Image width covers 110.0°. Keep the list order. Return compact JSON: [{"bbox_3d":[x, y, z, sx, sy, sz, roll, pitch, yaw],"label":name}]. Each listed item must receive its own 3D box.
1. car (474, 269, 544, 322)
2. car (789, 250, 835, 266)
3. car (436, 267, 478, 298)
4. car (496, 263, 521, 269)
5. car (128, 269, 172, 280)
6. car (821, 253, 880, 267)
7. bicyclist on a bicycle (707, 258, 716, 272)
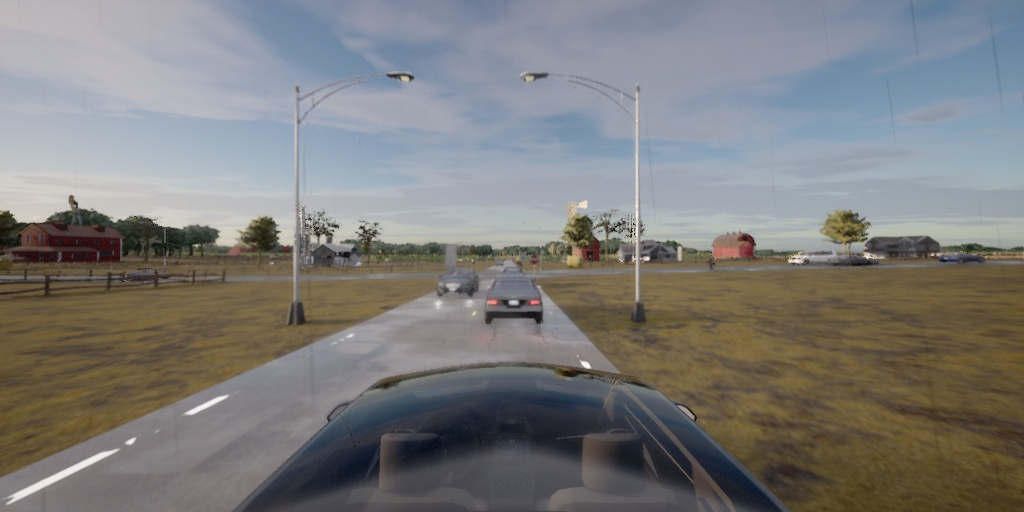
[{"bbox_3d":[0.068,1.364,12.483,2.033,1.411,5.357,0,0,0],"label":"car"},{"bbox_3d":[40.890,0.283,48.659,5.566,2.045,2.150,-1,1,0],"label":"car"},{"bbox_3d":[-2.834,1.356,19.653,2.128,1.511,4.902,0,0,0],"label":"car"},{"bbox_3d":[0.066,1.476,26.624,1.994,1.385,4.181,0,0,0],"label":"car"},{"bbox_3d":[-45.310,2.368,44.933,4.181,1.385,1.994,0,1,0],"label":"car"},{"bbox_3d":[42.791,0.614,45.108,5.357,1.411,2.033,-1,1,0],"label":"car"},{"bbox_3d":[22.849,1.013,41.089,0.582,1.620,1.656,-1,-1,0],"label":"bicyclist on a bicycle"}]
